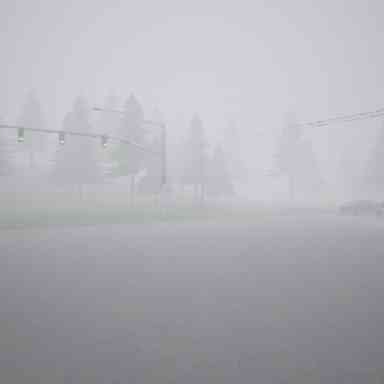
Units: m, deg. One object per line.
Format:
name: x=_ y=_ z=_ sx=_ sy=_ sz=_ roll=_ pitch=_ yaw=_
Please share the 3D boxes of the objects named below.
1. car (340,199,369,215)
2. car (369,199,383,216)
car: x=17.117 y=1.478 z=33.878 sx=5.008 sy=1.535 sz=1.882 roll=0 pitch=0 yaw=-32
car: x=19.472 y=1.221 z=31.218 sx=5.566 sy=2.045 sz=2.150 roll=0 pitch=0 yaw=-32
